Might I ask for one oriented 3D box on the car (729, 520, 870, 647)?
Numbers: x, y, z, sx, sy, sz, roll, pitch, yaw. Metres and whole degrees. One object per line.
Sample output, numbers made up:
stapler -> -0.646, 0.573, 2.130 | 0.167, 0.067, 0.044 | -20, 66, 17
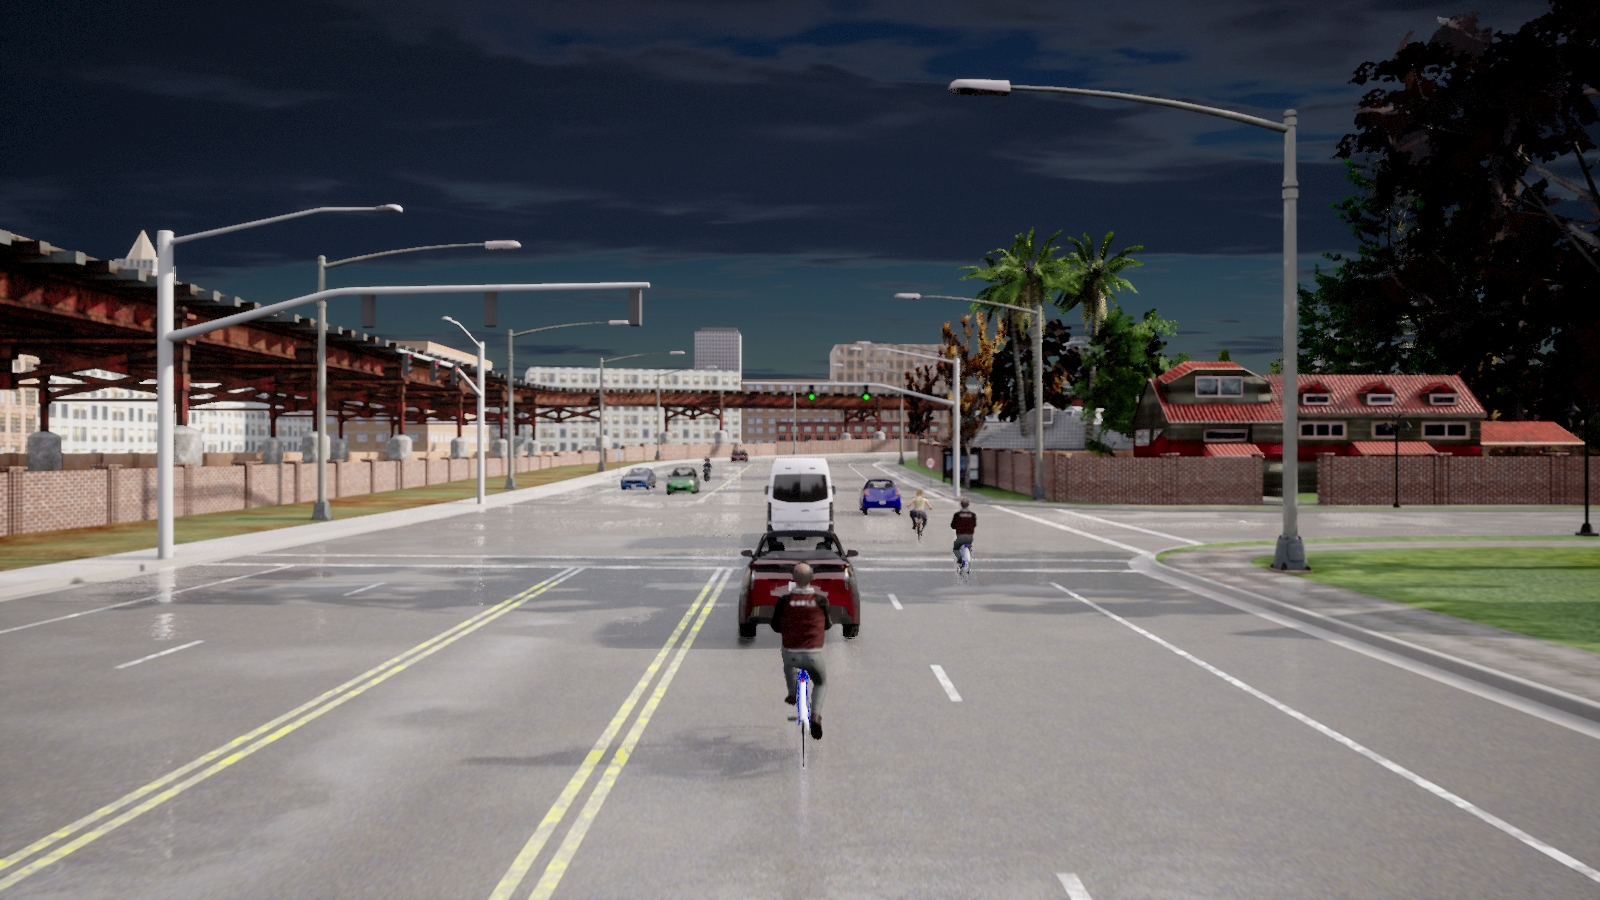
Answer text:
car -> -0.007, 2.039, 18.470 | 2.007, 1.525, 4.514 | 0, 0, 0

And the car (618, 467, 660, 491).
car -> -10.499, 1.883, 74.795 | 2.033, 1.411, 5.357 | 0, 1, 0

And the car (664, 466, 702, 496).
car -> -6.999, 1.847, 68.670 | 1.851, 1.617, 3.988 | 0, 1, 0

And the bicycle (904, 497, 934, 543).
bicycle -> 3.637, 2.141, 35.022 | 0.859, 1.301, 1.487 | 1, 0, 5

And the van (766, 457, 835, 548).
van -> 0.015, 1.530, 35.800 | 1.988, 2.561, 5.915 | 0, 0, 0

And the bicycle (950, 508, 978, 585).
bicycle -> 3.518, 2.047, 24.586 | 0.329, 1.496, 1.835 | 0, 0, 0

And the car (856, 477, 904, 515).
car -> 3.500, 2.008, 50.490 | 1.845, 1.501, 3.633 | 0, 0, 0

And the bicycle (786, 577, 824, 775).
bicycle -> 0.041, 2.048, 10.735 | 0.329, 1.496, 1.835 | 0, 0, 0
